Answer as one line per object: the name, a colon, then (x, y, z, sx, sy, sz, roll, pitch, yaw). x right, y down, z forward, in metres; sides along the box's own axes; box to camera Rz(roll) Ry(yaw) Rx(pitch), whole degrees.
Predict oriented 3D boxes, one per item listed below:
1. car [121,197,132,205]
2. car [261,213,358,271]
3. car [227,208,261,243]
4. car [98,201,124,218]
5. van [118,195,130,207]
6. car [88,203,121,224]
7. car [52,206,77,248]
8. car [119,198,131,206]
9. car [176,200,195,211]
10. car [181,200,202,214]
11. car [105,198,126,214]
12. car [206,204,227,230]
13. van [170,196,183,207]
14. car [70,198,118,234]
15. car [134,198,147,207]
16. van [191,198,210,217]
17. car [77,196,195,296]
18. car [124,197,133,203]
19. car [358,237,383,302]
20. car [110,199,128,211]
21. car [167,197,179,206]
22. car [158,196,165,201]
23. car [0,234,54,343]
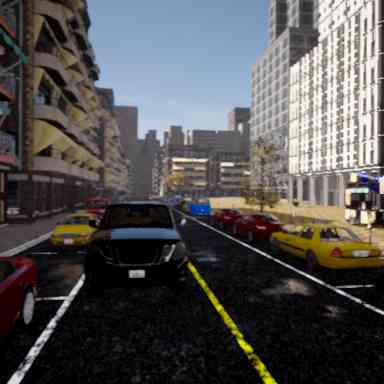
car: (-12.613, 1.735, 64.180, 1.802, 1.307, 4.206, 0, 0, -9)
car: (4.082, 1.589, 11.010, 1.752, 1.417, 4.829, 0, 0, -9)
car: (3.264, 1.657, 16.305, 1.802, 1.307, 4.206, 0, 0, -9)
car: (-7.549, 1.604, 31.411, 2.008, 1.369, 4.403, 0, 0, -9)
van: (-10.925, 1.459, 53.259, 1.690, 1.788, 3.998, 0, 0, -9)
car: (-6.705, 1.590, 25.949, 2.008, 1.369, 4.403, 0, 0, -9)
car: (-4.992, 1.539, 14.858, 1.752, 1.417, 4.829, 0, 0, -9)
car: (-11.769, 1.717, 58.719, 1.802, 1.307, 4.206, 0, 0, -9)
car: (-0.955, 1.710, 43.613, 1.947, 1.339, 4.313, 0, 0, -9)
car: (-0.137, 1.655, 38.319, 1.752, 1.417, 4.829, 0, 0, -9)
car: (-8.392, 1.508, 36.872, 1.967, 1.590, 4.097, 0, 0, -9)
car: (2.420, 1.669, 21.766, 1.802, 1.307, 4.206, 0, 0, -9)
van: (-2.643, 1.519, 54.538, 1.690, 1.788, 3.998, 0, 0, -9)
car: (-5.861, 1.341, 20.487, 2.192, 1.841, 5.009, 0, 0, -9)
car: (-8.471, 1.705, 55.031, 1.994, 1.385, 4.181, 0, 0, -9)
van: (0.733, 1.455, 32.690, 1.690, 1.788, 3.998, 0, 0, -9)
car: (-1.484, 1.241, 9.171, 2.150, 2.045, 5.566, 0, 0, -9)
car: (-14.300, 1.757, 75.104, 1.947, 1.339, 4.313, 0, 0, -9)
car: (4.952, 1.491, 5.380, 1.967, 1.590, 4.097, 0, 0, -9)
car: (-9.237, 1.650, 42.334, 1.947, 1.339, 4.313, 0, 0, -9)
car: (-3.513, 1.722, 60.166, 1.752, 1.417, 4.829, 0, 0, -9)
car: (-8.550, 1.859, 92.770, 1.887, 1.381, 4.507, 0, 0, -9)
car: (-3.330, 1.535, 4.101, 1.887, 1.381, 4.507, 0, 0, -9)
